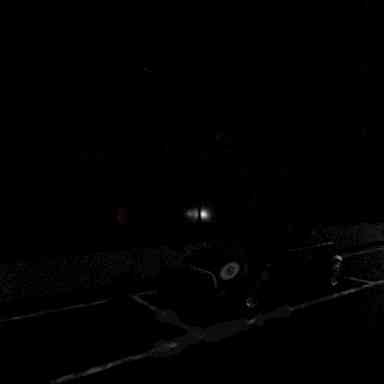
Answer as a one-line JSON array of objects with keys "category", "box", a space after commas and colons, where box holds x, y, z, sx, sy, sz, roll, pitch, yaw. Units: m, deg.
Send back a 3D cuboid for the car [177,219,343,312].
[{"category": "car", "box": [1.640, 1.480, 7.701, 4.097, 1.590, 1.967, 0, 0, -35]}]
